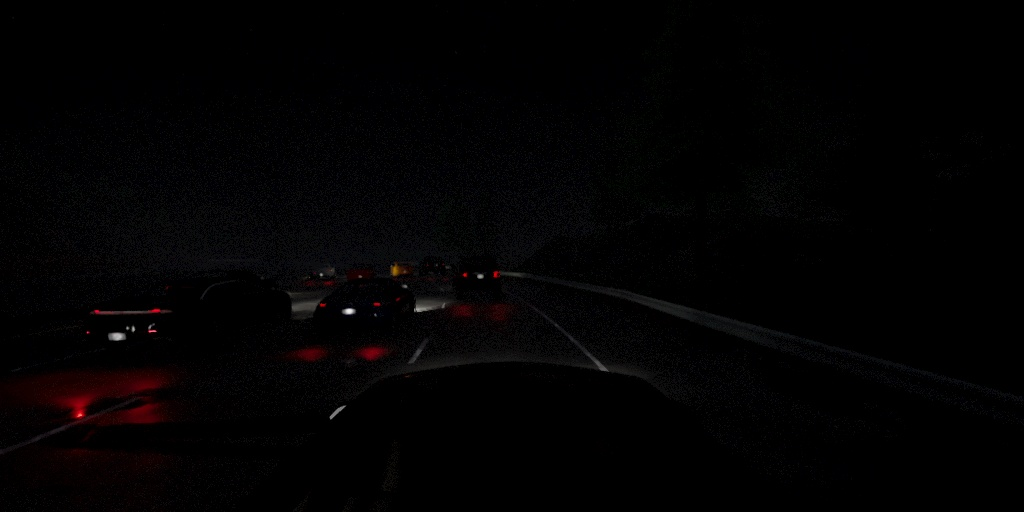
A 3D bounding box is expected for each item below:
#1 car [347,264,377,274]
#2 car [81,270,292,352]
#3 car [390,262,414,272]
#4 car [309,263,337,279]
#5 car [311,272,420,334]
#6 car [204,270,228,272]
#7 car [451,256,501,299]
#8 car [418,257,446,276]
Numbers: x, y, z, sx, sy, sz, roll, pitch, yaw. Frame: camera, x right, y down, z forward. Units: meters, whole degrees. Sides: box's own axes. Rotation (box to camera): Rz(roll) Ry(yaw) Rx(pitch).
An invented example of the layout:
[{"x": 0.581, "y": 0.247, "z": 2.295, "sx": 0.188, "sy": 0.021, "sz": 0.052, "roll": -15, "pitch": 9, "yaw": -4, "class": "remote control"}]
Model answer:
[{"x": -11.643, "y": 1.328, "z": 27.920, "sx": 1.882, "sy": 1.535, "sz": 5.008, "roll": 0, "pitch": 0, "yaw": -19, "class": "car"}, {"x": -7.549, "y": 1.288, "z": 9.076, "sx": 2.128, "sy": 1.511, "sz": 4.902, "roll": 0, "pitch": 0, "yaw": -5, "class": "car"}, {"x": -11.010, "y": 1.341, "z": 35.801, "sx": 1.882, "sy": 1.535, "sz": 5.008, "roll": 0, "pitch": 0, "yaw": -24, "class": "car"}, {"x": -17.518, "y": 1.412, "z": 33.298, "sx": 1.812, "sy": 1.442, "sz": 4.674, "roll": 0, "pitch": 0, "yaw": -24, "class": "car"}, {"x": -4.221, "y": 1.350, "z": 10.860, "sx": 1.994, "sy": 1.385, "sz": 4.181, "roll": 0, "pitch": 0, "yaw": -5, "class": "car"}, {"x": -11.871, "y": 1.304, "z": 15.065, "sx": 1.882, "sy": 1.535, "sz": 5.008, "roll": 0, "pitch": 0, "yaw": -9, "class": "car"}, {"x": -1.960, "y": 1.016, "z": 18.891, "sx": 2.150, "sy": 2.045, "sz": 5.566, "roll": 0, "pitch": 0, "yaw": -11, "class": "car"}, {"x": -8.969, "y": 1.084, "z": 39.805, "sx": 2.150, "sy": 2.045, "sz": 5.566, "roll": 0, "pitch": 0, "yaw": -25, "class": "car"}]
